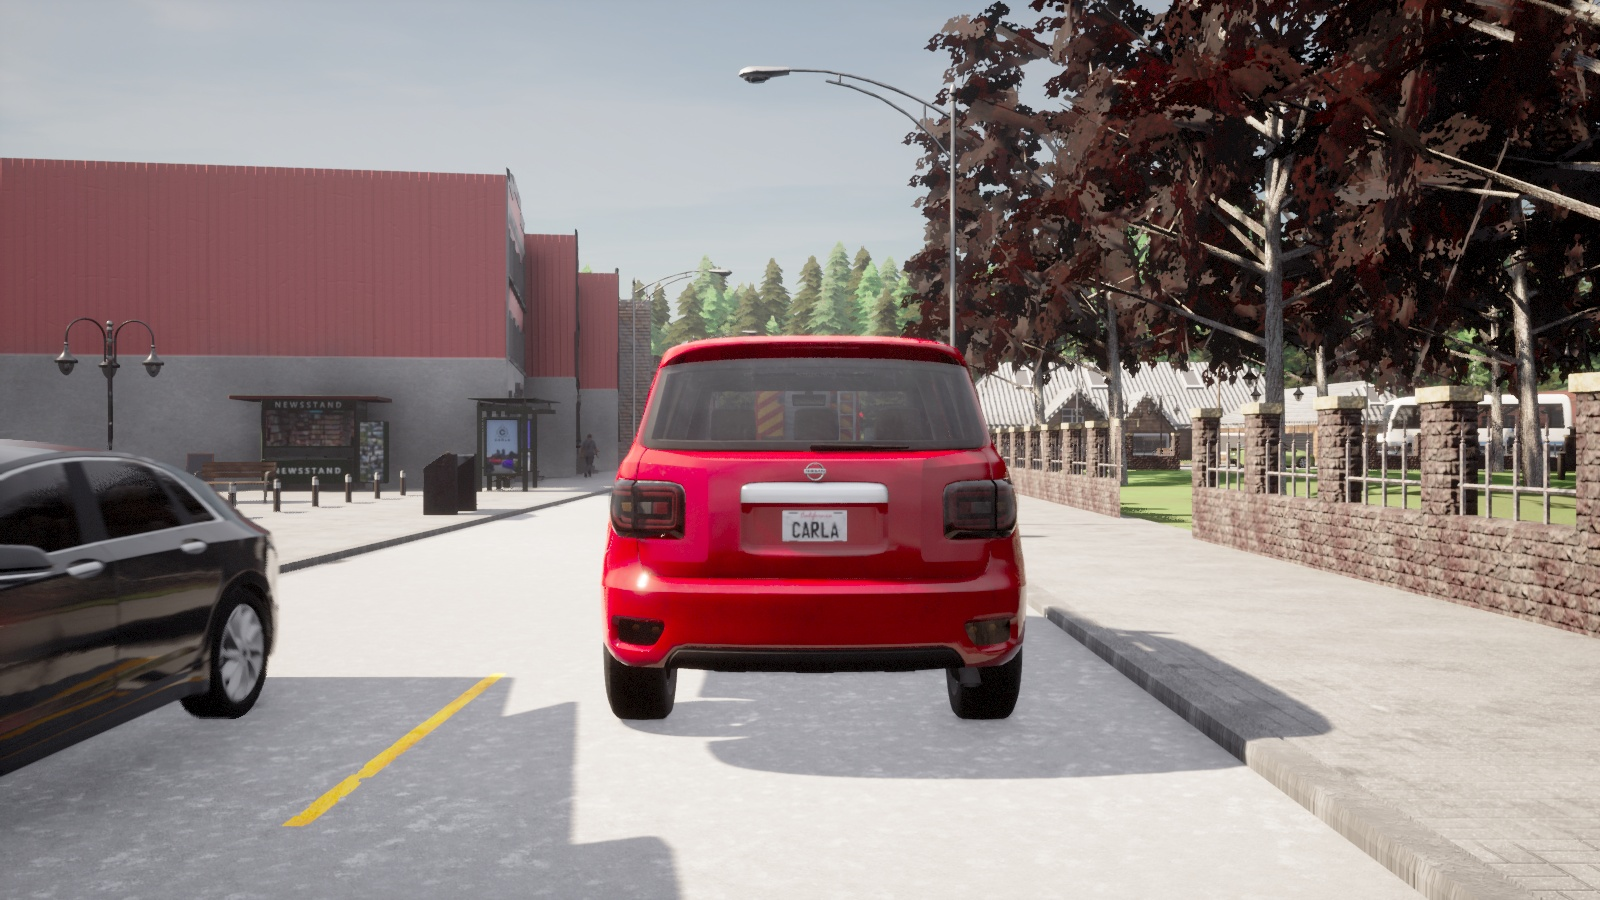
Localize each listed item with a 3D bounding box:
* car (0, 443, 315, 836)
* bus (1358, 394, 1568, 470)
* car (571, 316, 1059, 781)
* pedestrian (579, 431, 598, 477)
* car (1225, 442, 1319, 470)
[{"bbox_3d":[-3.955,0.718,5.387,1.837,1.490,4.892,0,0,0],"label":"car"},{"bbox_3d":[38.596,-1.014,73.613,10.273,4.253,3.944,0,0,15],"label":"bus"},{"bbox_3d":[0.065,0.419,8.312,2.150,2.045,5.566,0,0,0],"label":"car"},{"bbox_3d":[-8.467,0.165,50.332,0.540,1.848,0.694,0,0,10],"label":"pedestrian"},{"bbox_3d":[26.317,0.319,70.087,4.514,1.525,2.007,0,0,-1],"label":"car"}]
